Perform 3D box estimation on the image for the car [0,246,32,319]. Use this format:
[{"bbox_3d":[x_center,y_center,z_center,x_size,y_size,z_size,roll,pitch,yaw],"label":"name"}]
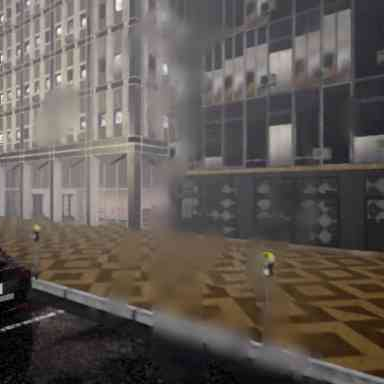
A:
[{"bbox_3d":[-4.719,1.521,6.241,4.313,1.339,1.947,0,0,35],"label":"car"}]
